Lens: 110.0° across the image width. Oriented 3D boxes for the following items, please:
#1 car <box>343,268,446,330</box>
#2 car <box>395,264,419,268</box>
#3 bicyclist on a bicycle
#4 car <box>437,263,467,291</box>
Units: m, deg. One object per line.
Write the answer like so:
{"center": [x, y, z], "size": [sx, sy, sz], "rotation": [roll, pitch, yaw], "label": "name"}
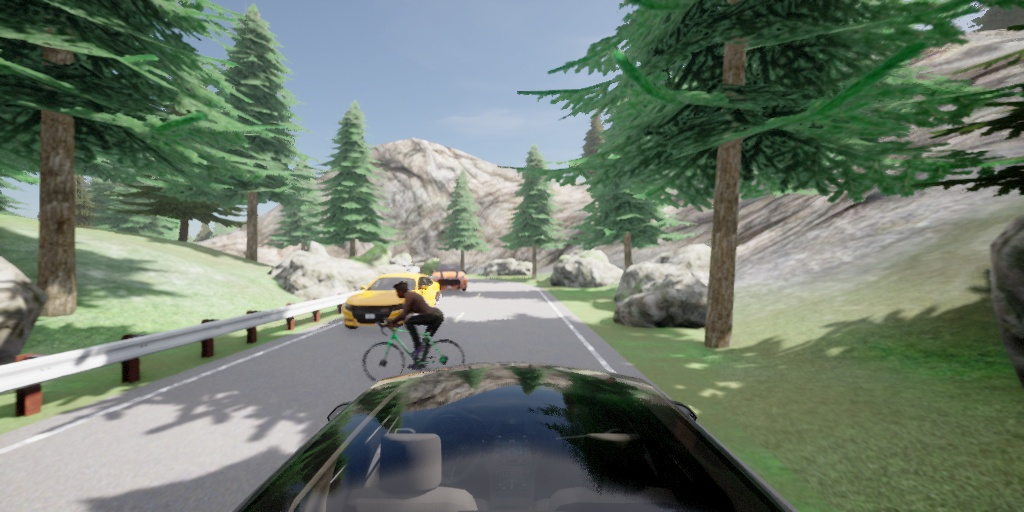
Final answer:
{"center": [-3.627, 1.298, 11.644], "size": [1.882, 1.535, 5.008], "rotation": [0, -1, 0], "label": "car"}
{"center": [-12.128, 1.539, 39.134], "size": [4.674, 1.442, 1.812], "rotation": [0, 0, 27], "label": "car"}
{"center": [-1.594, 1.233, 5.764], "size": [1.656, 1.620, 0.582], "rotation": [-2, 0, -1], "label": "bicyclist on a bicycle"}
{"center": [-4.027, 1.250, 22.839], "size": [2.097, 1.767, 4.553], "rotation": [0, 0, -11], "label": "car"}
